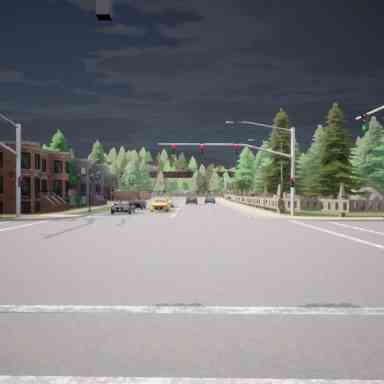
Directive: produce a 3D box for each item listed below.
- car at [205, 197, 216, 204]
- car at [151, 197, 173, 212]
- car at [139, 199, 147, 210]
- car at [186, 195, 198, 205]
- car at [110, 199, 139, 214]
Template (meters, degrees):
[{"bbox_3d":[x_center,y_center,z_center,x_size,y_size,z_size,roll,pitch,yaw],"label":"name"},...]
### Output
[{"bbox_3d":[3.526,1.564,65.142,1.994,1.385,4.181,0,0,0],"label":"car"},{"bbox_3d":[-3.639,1.477,38.767,1.882,1.535,5.008,0,0,0],"label":"car"},{"bbox_3d":[-7.136,1.601,43.543,1.895,1.301,4.718,0,0,0],"label":"car"},{"bbox_3d":[-0.069,1.352,60.161,2.097,1.767,4.553,0,0,0],"label":"car"},{"bbox_3d":[-7.137,1.564,34.791,1.994,1.385,4.181,0,0,0],"label":"car"}]
